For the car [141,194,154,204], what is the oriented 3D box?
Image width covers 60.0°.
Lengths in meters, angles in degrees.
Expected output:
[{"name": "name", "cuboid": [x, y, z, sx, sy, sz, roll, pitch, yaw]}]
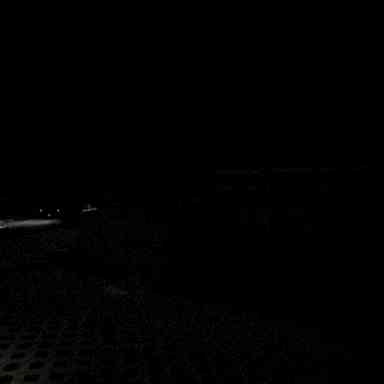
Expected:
[{"name": "car", "cuboid": [-8.549, 1.378, 63.120, 2.150, 2.045, 5.566, 0, 0, -3]}]

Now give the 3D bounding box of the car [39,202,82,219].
[{"name": "car", "cuboid": [-11.528, 1.598, 29.358, 1.895, 1.301, 4.718, 0, 0, 4]}]

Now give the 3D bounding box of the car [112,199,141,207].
[{"name": "car", "cuboid": [-8.073, 1.627, 41.233, 1.994, 1.385, 4.181, 0, 0, 1]}]

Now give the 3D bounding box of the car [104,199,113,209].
[{"name": "car", "cuboid": [-10.941, 1.634, 46.792, 1.994, 1.385, 4.181, 0, 0, 0]}]
